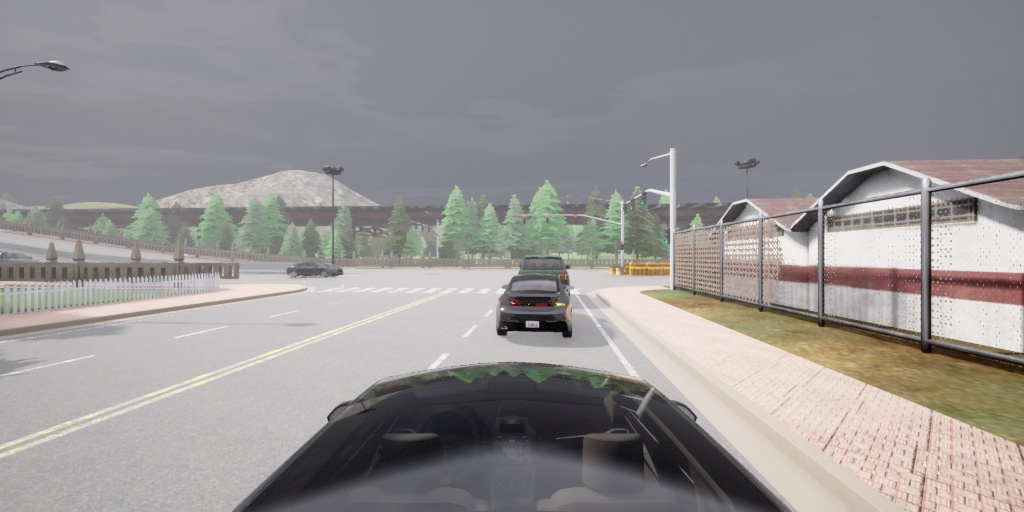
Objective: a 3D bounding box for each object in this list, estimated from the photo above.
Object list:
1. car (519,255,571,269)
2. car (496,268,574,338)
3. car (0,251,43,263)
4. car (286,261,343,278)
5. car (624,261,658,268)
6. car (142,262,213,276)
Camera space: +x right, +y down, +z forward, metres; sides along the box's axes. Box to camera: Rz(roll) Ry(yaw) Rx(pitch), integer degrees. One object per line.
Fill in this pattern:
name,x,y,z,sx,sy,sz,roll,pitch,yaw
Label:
car,1.467,0.971,16.300,2.150,2.045,5.566,0,0,7
car,0.706,1.255,10.289,1.837,1.490,4.892,0,0,6
car,-44.049,0.449,31.481,4.553,1.767,2.097,4,0,4
car,-18.197,1.254,33.139,4.892,1.490,1.837,0,0,4
car,15.786,1.351,41.499,4.718,1.301,1.895,0,0,4
car,-28.071,1.241,30.324,4.892,1.490,1.837,0,0,4
